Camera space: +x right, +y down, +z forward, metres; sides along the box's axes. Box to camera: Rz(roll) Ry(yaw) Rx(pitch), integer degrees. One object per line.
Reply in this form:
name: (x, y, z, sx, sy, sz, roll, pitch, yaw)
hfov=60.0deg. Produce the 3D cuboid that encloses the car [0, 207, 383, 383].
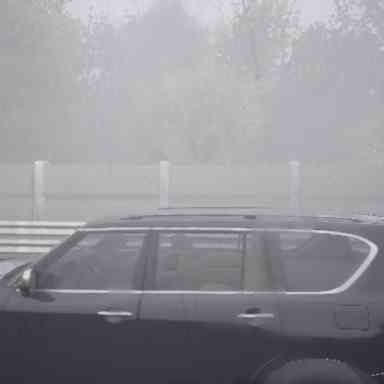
car: (-0.398, 1.205, 3.750, 5.566, 2.045, 2.150, 0, 0, 7)
